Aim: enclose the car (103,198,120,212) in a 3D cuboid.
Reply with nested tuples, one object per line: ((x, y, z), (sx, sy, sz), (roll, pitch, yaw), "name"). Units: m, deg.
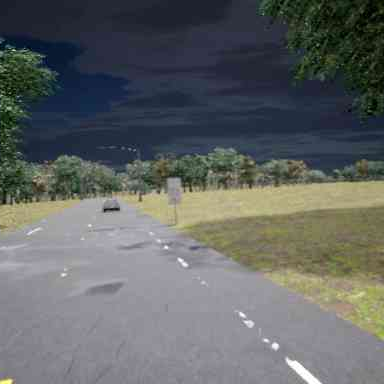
((-9.952, 1.696, 41.247), (1.994, 1.385, 4.181), (-3, 1, -14), "car")

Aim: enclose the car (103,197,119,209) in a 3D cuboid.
((-12.077, 1.604, 49.494), (2.128, 1.511, 4.902), (-3, 1, -14), "car")
